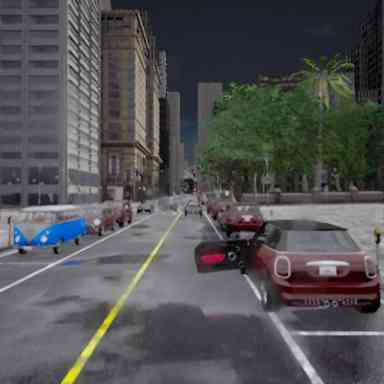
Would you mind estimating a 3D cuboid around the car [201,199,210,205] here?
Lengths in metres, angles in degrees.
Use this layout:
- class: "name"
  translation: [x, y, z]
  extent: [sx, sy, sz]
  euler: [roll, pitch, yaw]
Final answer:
- class: "car"
  translation: [2.903, 2.165, 73.115]
  extent: [1.802, 1.307, 4.206]
  euler: [0, 0, 0]

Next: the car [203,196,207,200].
- class: "car"
  translation: [2.841, 1.666, 41.139]
  extent: [2.192, 1.841, 5.009]
  euler: [0, 0, 0]

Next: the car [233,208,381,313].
- class: "car"
  translation: [2.403, 1.423, 7.998]
  extent: [2.097, 1.767, 4.553]
  euler: [0, 0, 0]

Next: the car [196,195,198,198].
- class: "car"
  translation: [2.945, 2.268, 94.796]
  extent: [1.887, 1.381, 4.507]
  euler: [0, 0, 0]

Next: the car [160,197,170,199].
- class: "car"
  translation: [-5.632, 1.860, 67.733]
  extent: [2.192, 1.841, 5.009]
  euler: [0, 0, 0]

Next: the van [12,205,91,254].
- class: "van"
  translation: [-5.738, 1.461, 13.735]
  extent: [1.690, 1.788, 3.998]
  euler: [0, 0, 0]

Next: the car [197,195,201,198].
- class: "car"
  translation: [2.914, 2.059, 78.536]
  extent: [1.967, 1.590, 4.097]
  euler: [0, 0, 0]

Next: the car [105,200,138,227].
- class: "car"
  translation: [-5.717, 1.530, 24.710]
  extent: [2.192, 1.841, 5.009]
  euler: [0, 0, 0]

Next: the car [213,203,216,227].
- class: "car"
  translation: [2.809, 1.742, 24.847]
  extent: [1.752, 1.417, 4.829]
  euler: [0, 0, 0]

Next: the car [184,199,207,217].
- class: "car"
  translation: [0.139, 1.798, 35.546]
  extent: [2.128, 1.511, 4.902]
  euler: [0, 0, 0]

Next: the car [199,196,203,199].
- class: "car"
  translation: [2.893, 2.111, 67.695]
  extent: [1.947, 1.339, 4.313]
  euler: [0, 0, 0]

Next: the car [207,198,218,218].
- class: "car"
  translation: [2.820, 1.577, 30.165]
  extent: [2.192, 1.841, 5.009]
  euler: [0, 0, 0]

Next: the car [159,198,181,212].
- class: "car"
  translation: [-2.918, 1.925, 44.623]
  extent: [2.033, 1.411, 5.357]
  euler: [0, 0, 0]

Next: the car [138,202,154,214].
- class: "car"
  translation: [-5.685, 1.917, 41.172]
  extent: [1.947, 1.339, 4.313]
  euler: [0, 0, 0]

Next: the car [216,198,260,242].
- class: "car"
  translation: [2.798, 1.483, 19.192]
  extent: [2.192, 1.841, 5.009]
  euler: [0, 0, 0]

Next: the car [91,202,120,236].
- class: "car"
  translation: [-5.727, 1.608, 19.222]
  extent: [1.967, 1.590, 4.097]
  euler: [0, 0, 0]

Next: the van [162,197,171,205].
- class: "van"
  translation: [-5.622, 1.924, 73.152]
  extent: [1.690, 1.788, 3.998]
  euler: [0, 0, 0]
